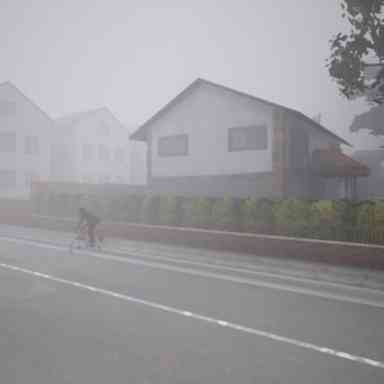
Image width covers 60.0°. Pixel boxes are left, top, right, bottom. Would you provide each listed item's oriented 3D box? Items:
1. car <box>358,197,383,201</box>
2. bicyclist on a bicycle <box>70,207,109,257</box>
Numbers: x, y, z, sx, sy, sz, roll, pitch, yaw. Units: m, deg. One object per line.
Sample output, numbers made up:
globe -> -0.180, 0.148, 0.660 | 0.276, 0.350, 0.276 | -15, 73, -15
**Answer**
car -> 14.621, 1.144, 25.876 | 3.806, 1.475, 1.970 | 0, 0, 35
bicyclist on a bicycle -> -3.555, 1.309, 11.439 | 0.582, 1.620, 1.656 | 0, 9, 35
